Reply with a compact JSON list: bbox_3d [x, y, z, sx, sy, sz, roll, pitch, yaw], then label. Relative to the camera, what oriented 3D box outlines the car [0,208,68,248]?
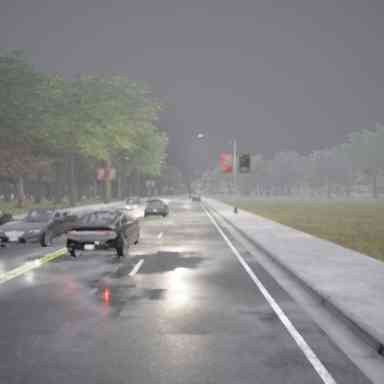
[{"bbox_3d":[-6.600,1.471,14.755,2.128,1.511,4.902,0,0,0],"label":"car"}]

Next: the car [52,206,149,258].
[{"bbox_3d":[-3.150,1.474,12.635,2.128,1.511,4.902,0,0,0],"label":"car"}]

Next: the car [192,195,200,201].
[{"bbox_3d":[0.972,1.419,81.638,1.882,1.535,5.008,0,0,0],"label":"car"}]

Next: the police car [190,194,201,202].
[{"bbox_3d":[0.972,1.364,71.747,1.930,1.638,5.238,0,0,0],"label":"police car"}]

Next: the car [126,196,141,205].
[{"bbox_3d":[-9.806,1.432,55.950,2.128,1.511,4.902,0,0,0],"label":"car"}]

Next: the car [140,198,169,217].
[{"bbox_3d":[-3.151,1.525,30.229,1.994,1.385,4.181,0,0,0],"label":"car"}]
